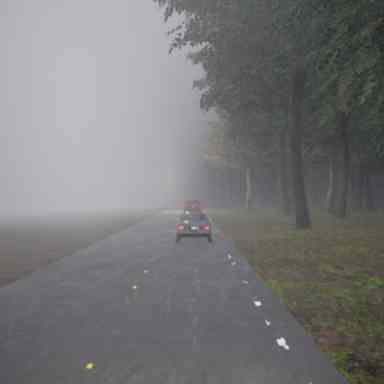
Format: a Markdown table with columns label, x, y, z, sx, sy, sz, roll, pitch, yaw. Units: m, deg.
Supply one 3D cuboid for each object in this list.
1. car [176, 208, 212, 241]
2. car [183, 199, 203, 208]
| label | x | y | z | sx | sy | sz | roll | pitch | yaw |
| --- | --- | --- | --- | --- | --- | --- | --- | --- | --- |
| car | 0.097 | 1.793 | 18.123 | 2.033 | 1.411 | 5.357 | 0 | -1 | 0 |
| car | 0.090 | 1.873 | 40.564 | 2.150 | 2.045 | 5.566 | 0 | -1 | 0 |
